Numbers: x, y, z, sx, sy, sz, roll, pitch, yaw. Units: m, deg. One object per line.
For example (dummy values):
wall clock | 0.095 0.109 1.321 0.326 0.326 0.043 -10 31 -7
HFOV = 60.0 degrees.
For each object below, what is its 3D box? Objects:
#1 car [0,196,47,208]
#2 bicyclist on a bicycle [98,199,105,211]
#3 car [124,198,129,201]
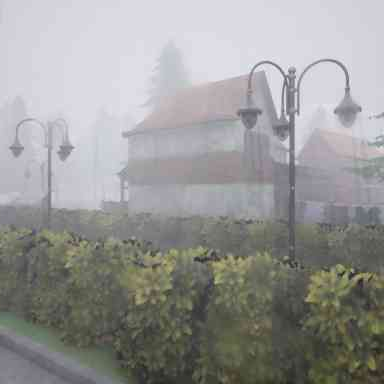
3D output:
car | -16.078 1.384 30.863 2.150 2.045 5.566 0 0 36
bicyclist on a bicycle | -7.842 1.463 29.529 1.656 1.620 0.582 0 0 36
car | -7.817 1.514 42.135 2.097 1.767 4.553 0 0 38
